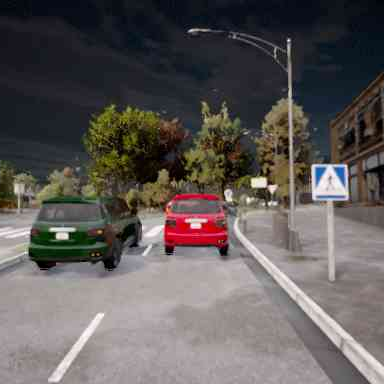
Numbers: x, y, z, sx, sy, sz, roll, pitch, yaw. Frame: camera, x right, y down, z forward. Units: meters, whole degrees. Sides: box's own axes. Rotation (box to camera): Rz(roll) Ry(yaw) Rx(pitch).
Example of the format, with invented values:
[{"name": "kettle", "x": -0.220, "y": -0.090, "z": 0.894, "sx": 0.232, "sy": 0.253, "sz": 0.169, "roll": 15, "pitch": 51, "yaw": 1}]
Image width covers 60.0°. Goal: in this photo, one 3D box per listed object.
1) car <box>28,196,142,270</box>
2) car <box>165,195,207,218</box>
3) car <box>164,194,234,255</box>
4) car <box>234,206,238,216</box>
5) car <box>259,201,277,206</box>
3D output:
[{"name": "car", "x": -3.114, "y": 1.121, "z": 10.843, "sx": 2.150, "sy": 2.045, "sz": 5.566, "roll": 0, "pitch": 1, "yaw": 2}, {"name": "car", "x": -0.429, "y": 1.205, "z": 28.429, "sx": 2.097, "sy": 1.767, "sz": 4.553, "roll": -1, "pitch": -2, "yaw": 19}, {"name": "car", "x": 0.193, "y": 1.095, "z": 12.897, "sx": 2.150, "sy": 2.045, "sz": 5.566, "roll": 0, "pitch": 1, "yaw": 2}, {"name": "car", "x": 2.318, "y": 1.325, "z": 26.458, "sx": 1.994, "sy": 1.385, "sz": 4.181, "roll": -1, "pitch": -1, "yaw": 20}, {"name": "car", "x": 19.017, "y": 2.947, "z": 83.303, "sx": 4.674, "sy": 1.442, "sz": 1.812, "roll": -3, "pitch": -5, "yaw": 37}]
